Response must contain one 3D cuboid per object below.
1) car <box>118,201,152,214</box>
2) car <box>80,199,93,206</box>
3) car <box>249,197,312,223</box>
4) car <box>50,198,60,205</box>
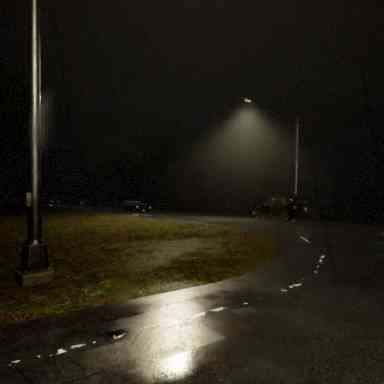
[{"bbox_3d":[-6.080,1.620,35.271,1.895,1.301,4.718,4,-3,-35],"label":"car"},{"bbox_3d":[-22.787,2.315,71.766,1.837,1.490,4.892,4,-3,-35],"label":"car"},{"bbox_3d":[7.358,1.493,28.159,2.150,2.045,5.566,4,-3,-35],"label":"car"},{"bbox_3d":[-32.534,2.249,78.723,1.837,1.490,4.892,3,-3,-28],"label":"car"}]
